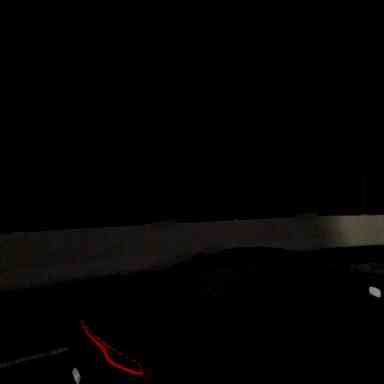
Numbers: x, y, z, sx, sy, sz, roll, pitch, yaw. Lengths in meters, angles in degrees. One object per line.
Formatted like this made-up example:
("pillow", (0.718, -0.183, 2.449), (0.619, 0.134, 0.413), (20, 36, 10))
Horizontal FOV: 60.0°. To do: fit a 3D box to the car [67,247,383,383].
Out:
("car", (1.070, 1.477, 4.295), (5.008, 1.535, 1.882), (0, 0, -32))
